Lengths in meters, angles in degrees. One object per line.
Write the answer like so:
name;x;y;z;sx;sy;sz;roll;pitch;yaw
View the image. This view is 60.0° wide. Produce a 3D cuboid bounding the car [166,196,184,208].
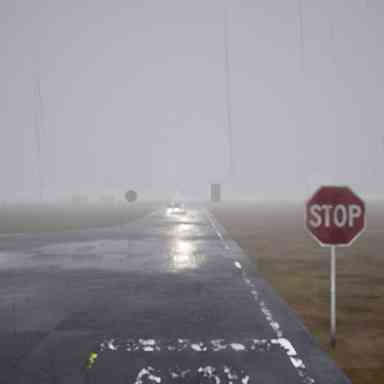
car;-2.569;1.507;47.005;2.128;1.511;4.902;0;0;0
